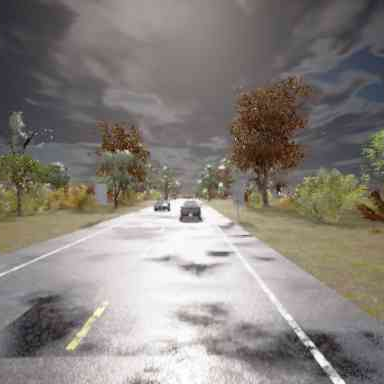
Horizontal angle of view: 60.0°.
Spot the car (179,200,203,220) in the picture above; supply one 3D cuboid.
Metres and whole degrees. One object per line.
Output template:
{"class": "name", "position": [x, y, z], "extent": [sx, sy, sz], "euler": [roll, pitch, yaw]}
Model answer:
{"class": "car", "position": [-0.101, 1.612, 29.739], "extent": [1.837, 1.490, 4.892], "euler": [0, 0, 0]}

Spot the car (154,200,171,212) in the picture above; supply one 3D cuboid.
{"class": "car", "position": [-3.687, 1.744, 42.318], "extent": [1.994, 1.385, 4.181], "euler": [0, 0, 0]}

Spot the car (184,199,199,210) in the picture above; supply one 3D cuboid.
{"class": "car", "position": [-0.126, 1.753, 46.107], "extent": [1.994, 1.385, 4.181], "euler": [0, 0, 0]}
